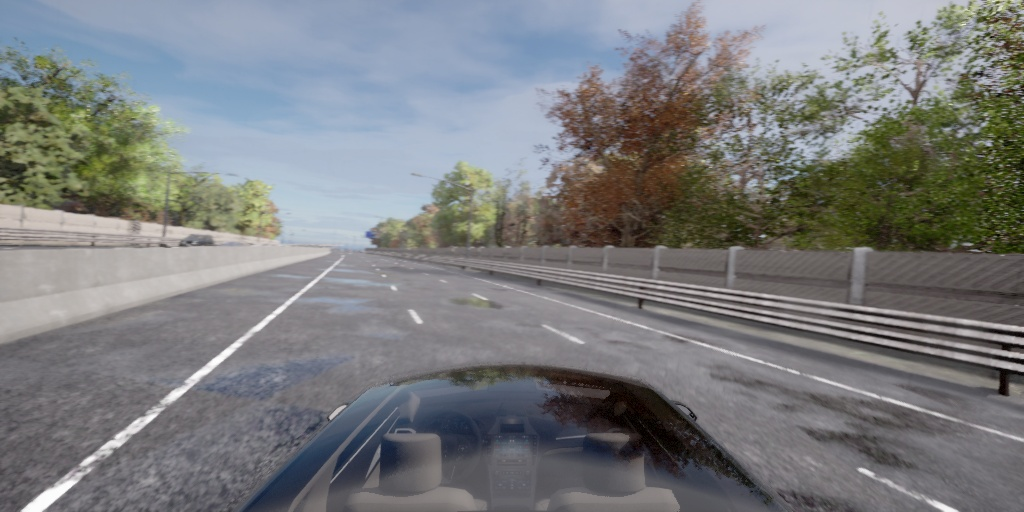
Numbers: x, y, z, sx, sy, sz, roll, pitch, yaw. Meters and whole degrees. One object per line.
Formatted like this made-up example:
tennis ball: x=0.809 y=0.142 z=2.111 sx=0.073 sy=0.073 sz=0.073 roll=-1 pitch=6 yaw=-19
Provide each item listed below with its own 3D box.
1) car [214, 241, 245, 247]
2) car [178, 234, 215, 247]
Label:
car: x=-35.102 y=-1.082 z=45.323 sx=2.033 sy=1.411 sz=5.357 roll=4 pitch=-1 yaw=-24
car: x=-38.156 y=-1.640 z=43.666 sx=2.150 sy=2.045 sz=5.566 roll=4 pitch=-1 yaw=-24
